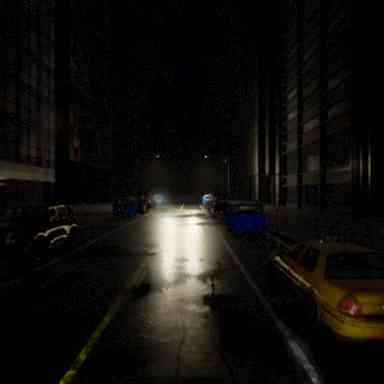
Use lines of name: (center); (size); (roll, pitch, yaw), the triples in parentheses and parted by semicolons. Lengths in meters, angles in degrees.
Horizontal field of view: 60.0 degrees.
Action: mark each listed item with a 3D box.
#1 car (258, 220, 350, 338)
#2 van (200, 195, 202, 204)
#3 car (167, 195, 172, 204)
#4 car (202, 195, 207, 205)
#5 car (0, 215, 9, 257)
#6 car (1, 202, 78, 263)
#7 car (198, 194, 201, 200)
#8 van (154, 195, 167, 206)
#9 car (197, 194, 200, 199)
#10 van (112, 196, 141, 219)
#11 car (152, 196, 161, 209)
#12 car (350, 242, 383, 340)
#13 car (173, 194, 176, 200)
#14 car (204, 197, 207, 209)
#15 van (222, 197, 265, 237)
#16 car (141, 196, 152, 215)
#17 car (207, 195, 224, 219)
car: (2.759, 1.534, 6.718); (1.752, 1.417, 4.829); (0, 0, 0)
van: (2.721, 1.424, 57.030); (1.690, 1.788, 3.998); (0, 0, 0)
car: (-5.812, 1.542, 68.234); (1.967, 1.590, 4.097); (0, 0, 0)
car: (2.729, 1.505, 45.811); (1.967, 1.590, 4.097); (0, 0, 0)
car: (-5.766, 1.450, 6.529); (1.967, 1.590, 4.097); (0, 0, 0)
car: (-5.770, 1.332, 12.139); (2.192, 1.841, 5.009); (0, 0, 0)
car: (2.713, 1.667, 68.248); (1.947, 1.339, 4.313); (0, 0, 0)
van: (-5.804, 1.425, 57.015); (1.690, 1.788, 3.998); (0, 0, 0)
car: (2.708, 1.635, 74.027); (1.752, 1.417, 4.829); (0, 0, 0)
van: (-5.783, 1.382, 28.968); (1.690, 1.788, 3.998); (0, 0, 0)
car: (-5.796, 1.617, 45.796); (2.008, 1.369, 4.403); (0, 0, 0)
car: (2.763, 1.316, 0.939); (2.192, 1.841, 5.009); (0, 0, 0)
car: (-5.825, 1.659, 84.892); (1.752, 1.417, 4.829); (0, 0, 0)
car: (2.734, 1.601, 40.202); (1.887, 1.381, 4.507); (0, 0, 0)
van: (2.750, 1.365, 17.766); (1.690, 1.788, 3.998); (0, 0, 0)
car: (-5.787, 1.364, 34.577); (2.192, 1.841, 5.009); (0, 0, 0)
car: (2.742, 1.355, 28.984); (2.192, 1.841, 5.009); (0, 0, 0)
